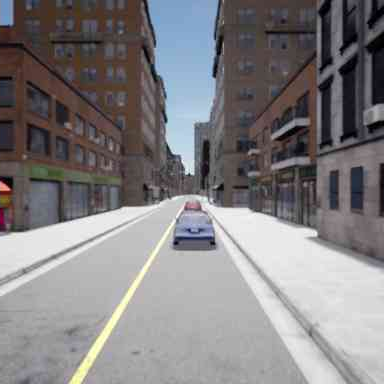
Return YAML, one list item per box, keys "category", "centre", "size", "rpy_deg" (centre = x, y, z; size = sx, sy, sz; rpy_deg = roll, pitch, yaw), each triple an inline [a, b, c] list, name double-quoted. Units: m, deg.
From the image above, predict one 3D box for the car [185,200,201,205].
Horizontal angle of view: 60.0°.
- category: "car"
  centre: [0.103, 1.584, 37.842]
  size: [1.994, 1.385, 4.181]
  rpy_deg: [0, 0, 0]

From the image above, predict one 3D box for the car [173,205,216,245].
- category: "car"
  centre: [0.101, 1.557, 15.611]
  size: [2.033, 1.411, 5.357]
  rpy_deg: [0, 0, 0]
